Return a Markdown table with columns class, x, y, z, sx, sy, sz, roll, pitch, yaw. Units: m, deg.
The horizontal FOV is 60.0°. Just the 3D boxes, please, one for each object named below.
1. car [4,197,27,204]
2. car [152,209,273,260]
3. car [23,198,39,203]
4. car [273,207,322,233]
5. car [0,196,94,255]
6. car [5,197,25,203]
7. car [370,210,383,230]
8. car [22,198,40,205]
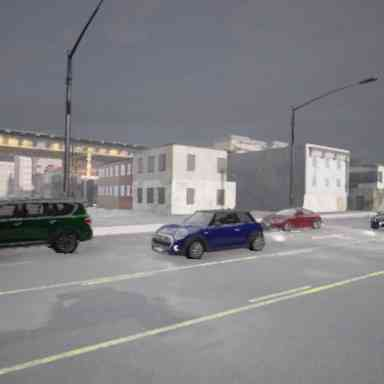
| class | x | y | z | sx | sy | sz | roll | pitch | yaw |
| --- | --- | --- | --- | --- | --- | --- | --- | --- | --- |
| car | -42.062 | 2.061 | 79.219 | 4.974 | 1.542 | 2.038 | 1 | -1 | 25 |
| car | 0.705 | 1.478 | 13.060 | 4.553 | 1.767 | 2.097 | 1 | -1 | -35 |
| car | -38.334 | 1.978 | 79.330 | 1.853 | 1.218 | 4.536 | 1 | -1 | -5 |
| car | 6.479 | 1.736 | 21.384 | 4.674 | 1.442 | 1.812 | 1 | -1 | -35 |
| car | -6.490 | 1.282 | 12.260 | 5.566 | 2.045 | 2.150 | 1 | -1 | -35 |
| car | -42.107 | 1.903 | 79.243 | 4.536 | 1.218 | 1.853 | 1 | -1 | 25 |
| car | 13.793 | 1.760 | 22.199 | 4.892 | 1.490 | 1.837 | 1 | -1 | -35 |
| car | -38.332 | 2.135 | 79.276 | 2.038 | 1.542 | 4.974 | 1 | -1 | -5 |
